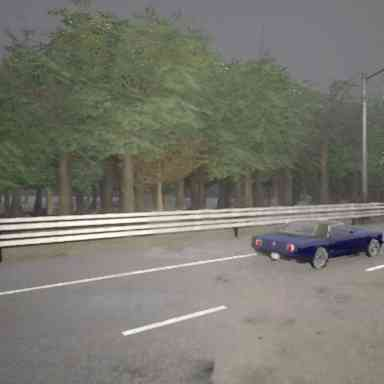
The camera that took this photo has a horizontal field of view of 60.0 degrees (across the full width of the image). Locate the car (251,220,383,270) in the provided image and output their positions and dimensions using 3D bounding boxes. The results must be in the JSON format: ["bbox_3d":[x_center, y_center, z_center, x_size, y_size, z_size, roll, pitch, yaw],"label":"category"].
[{"bbox_3d":[4.258,1.558,10.873,4.718,1.301,1.895,0,0,-34],"label":"car"}]
